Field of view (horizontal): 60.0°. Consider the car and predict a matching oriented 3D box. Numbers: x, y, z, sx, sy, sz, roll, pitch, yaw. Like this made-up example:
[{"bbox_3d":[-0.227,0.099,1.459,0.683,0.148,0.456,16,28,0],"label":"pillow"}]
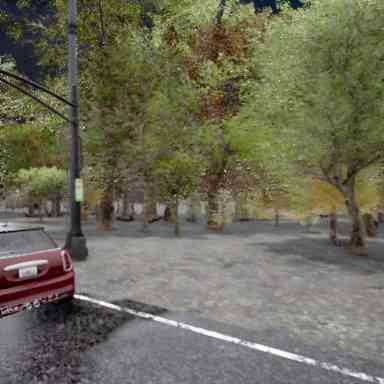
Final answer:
[{"bbox_3d":[-4.530,1.422,6.920,4.553,1.767,2.097,-1,-1,35],"label":"car"}]
